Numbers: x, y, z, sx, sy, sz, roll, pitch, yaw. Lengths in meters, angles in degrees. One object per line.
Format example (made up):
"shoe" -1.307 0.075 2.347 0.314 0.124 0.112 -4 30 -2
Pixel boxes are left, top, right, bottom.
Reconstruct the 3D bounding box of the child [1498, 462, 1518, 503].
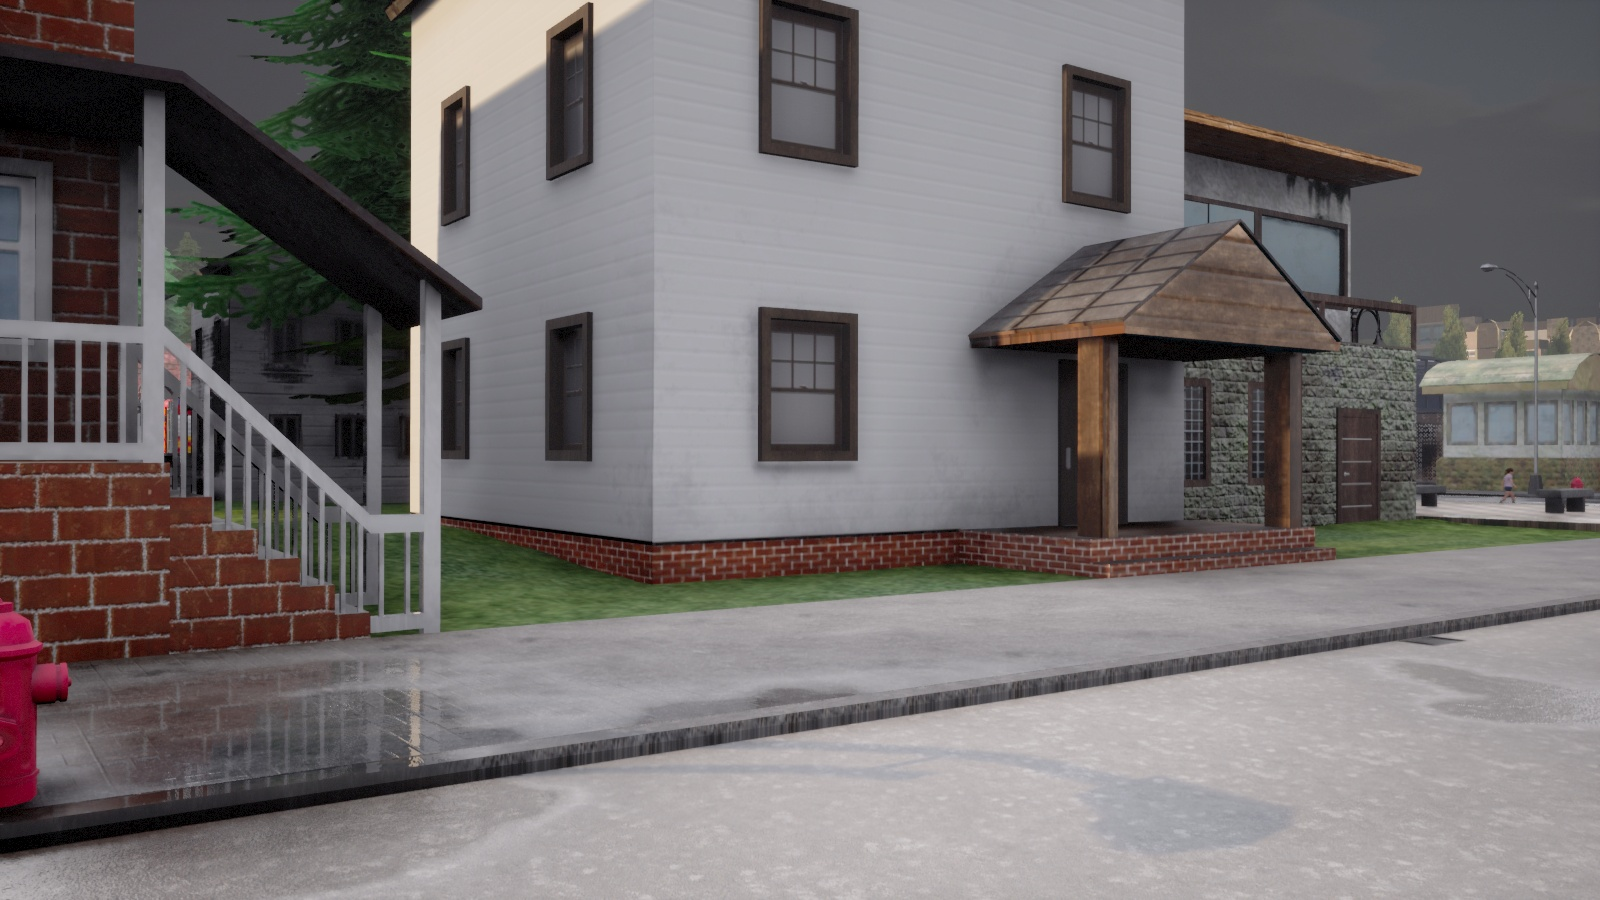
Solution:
"child" 19.227 0.872 34.097 0.394 1.110 0.255 0 0 6

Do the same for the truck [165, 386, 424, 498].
"truck" -18.604 -0.266 46.530 8.468 3.827 2.891 0 0 -35
